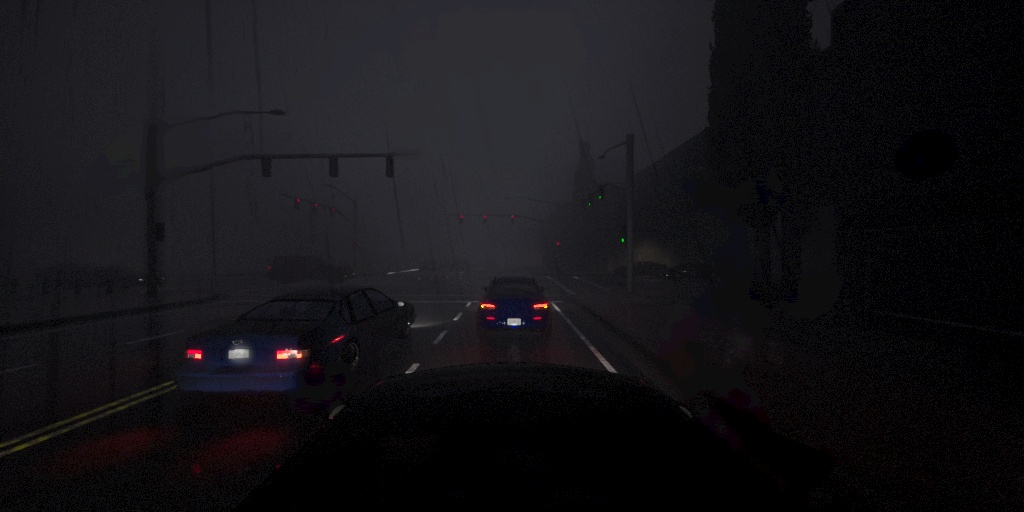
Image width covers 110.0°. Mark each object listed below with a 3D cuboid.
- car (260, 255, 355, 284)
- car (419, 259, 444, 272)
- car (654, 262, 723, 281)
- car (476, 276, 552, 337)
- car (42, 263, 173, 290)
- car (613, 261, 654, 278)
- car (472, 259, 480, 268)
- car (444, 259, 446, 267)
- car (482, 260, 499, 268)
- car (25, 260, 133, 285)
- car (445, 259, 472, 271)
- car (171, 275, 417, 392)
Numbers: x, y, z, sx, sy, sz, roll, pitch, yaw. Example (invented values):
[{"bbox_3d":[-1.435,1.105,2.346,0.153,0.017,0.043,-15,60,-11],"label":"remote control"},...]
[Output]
[{"bbox_3d":[-14.397,0.974,25.928,5.566,2.045,2.150,0,0,-9],"label":"car"},{"bbox_3d":[-10.803,1.228,47.233,1.882,1.535,5.008,0,0,1],"label":"car"},{"bbox_3d":[14.826,1.255,29.836,4.892,1.490,1.837,0,0,0],"label":"car"},{"bbox_3d":[0.058,1.276,10.161,1.812,1.442,4.674,0,0,0],"label":"car"},{"bbox_3d":[-24.411,1.297,21.799,5.357,1.411,2.033,0,0,0],"label":"car"},{"bbox_3d":[11.894,1.240,33.342,4.902,1.511,2.128,0,0,0],"label":"car"},{"bbox_3d":[-7.035,1.228,59.744,1.882,1.535,5.008,0,0,2],"label":"car"},{"bbox_3d":[-10.595,1.256,57.430,1.837,1.490,4.892,0,0,1],"label":"car"},{"bbox_3d":[-3.349,1.314,59.755,1.994,1.385,4.181,0,0,1],"label":"car"},{"bbox_3d":[-30.370,1.227,25.271,5.008,1.535,1.882,0,0,0],"label":"car"},{"bbox_3d":[-7.270,1.241,49.284,2.128,1.511,4.902,0,0,1],"label":"car"},{"bbox_3d":[-3.449,1.297,7.060,2.033,1.411,5.357,0,0,0],"label":"car"}]
